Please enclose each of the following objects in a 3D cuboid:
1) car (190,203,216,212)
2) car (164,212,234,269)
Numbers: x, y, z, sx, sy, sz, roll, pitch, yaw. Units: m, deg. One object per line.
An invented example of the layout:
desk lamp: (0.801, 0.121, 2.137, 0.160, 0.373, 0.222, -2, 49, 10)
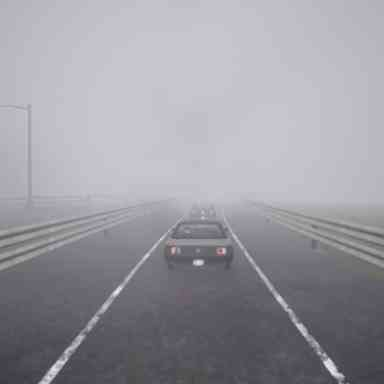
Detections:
car: (0.920, 1.517, 25.898, 1.895, 1.301, 4.718, 0, 0, 4)
car: (0.253, 1.565, 10.974, 1.895, 1.301, 4.718, 0, 0, 2)
